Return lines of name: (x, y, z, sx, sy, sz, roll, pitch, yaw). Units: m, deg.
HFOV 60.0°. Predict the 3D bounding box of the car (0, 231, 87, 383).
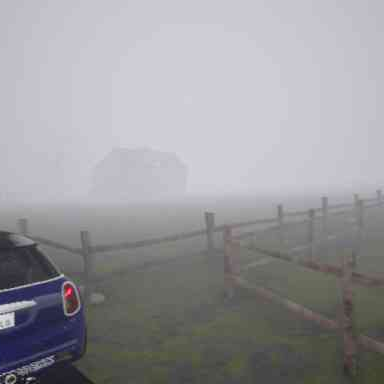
car: (-3.436, 1.357, 4.872, 2.097, 1.767, 4.553, -2, 1, -44)
